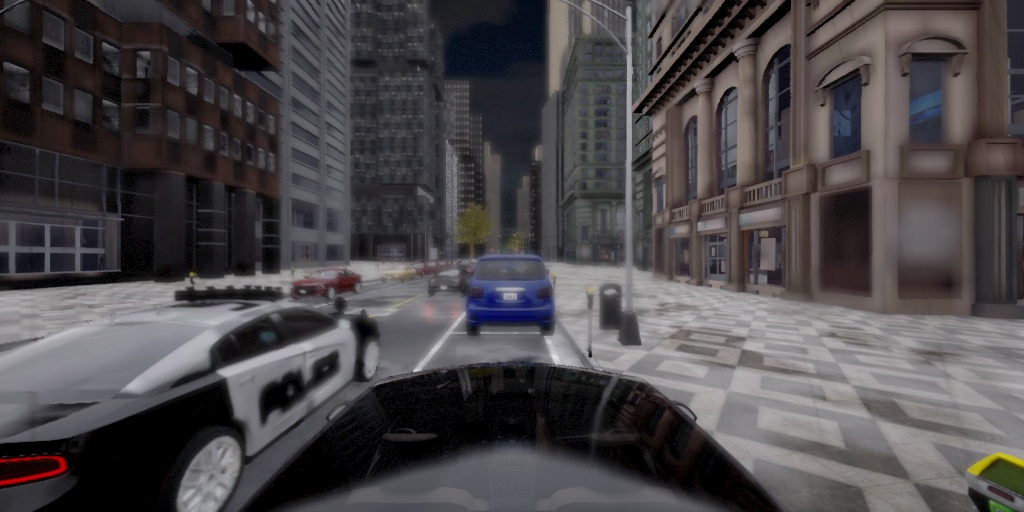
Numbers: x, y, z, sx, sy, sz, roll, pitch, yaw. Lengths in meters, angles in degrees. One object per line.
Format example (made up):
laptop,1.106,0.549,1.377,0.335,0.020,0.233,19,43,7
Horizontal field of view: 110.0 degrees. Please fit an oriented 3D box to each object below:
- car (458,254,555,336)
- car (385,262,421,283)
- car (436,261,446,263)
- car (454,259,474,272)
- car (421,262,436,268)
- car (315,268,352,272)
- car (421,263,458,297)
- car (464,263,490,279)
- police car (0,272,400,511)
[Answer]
car,-0.039,0.979,10.530,2.150,2.045,5.566,0,0,0
car,-8.921,1.278,28.459,1.751,1.417,4.829,0,0,0
car,-8.923,1.299,39.680,1.888,1.381,4.507,0,0,0
car,-6.176,1.233,46.739,1.882,1.535,5.008,0,0,1
car,-8.922,1.298,34.154,1.888,1.381,4.507,0,0,0
car,-8.919,1.296,17.578,1.888,1.381,4.507,0,0,0
car,-3.123,1.277,18.804,1.812,1.442,4.674,0,0,0
car,-3.128,1.354,33.163,1.895,1.301,4.718,0,0,0
police car,-3.145,1.175,4.187,1.930,1.638,5.238,0,0,0
